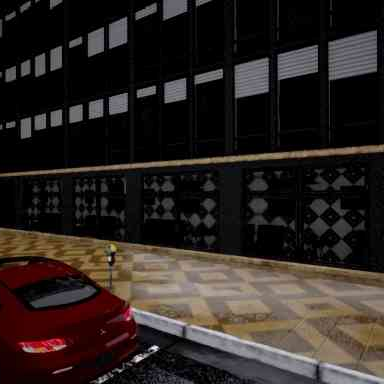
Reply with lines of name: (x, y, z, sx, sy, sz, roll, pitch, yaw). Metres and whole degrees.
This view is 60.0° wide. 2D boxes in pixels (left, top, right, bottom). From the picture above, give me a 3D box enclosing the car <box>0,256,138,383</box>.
car: (-2.593, 1.582, 4.675, 4.206, 1.307, 1.802, 0, 0, 35)
